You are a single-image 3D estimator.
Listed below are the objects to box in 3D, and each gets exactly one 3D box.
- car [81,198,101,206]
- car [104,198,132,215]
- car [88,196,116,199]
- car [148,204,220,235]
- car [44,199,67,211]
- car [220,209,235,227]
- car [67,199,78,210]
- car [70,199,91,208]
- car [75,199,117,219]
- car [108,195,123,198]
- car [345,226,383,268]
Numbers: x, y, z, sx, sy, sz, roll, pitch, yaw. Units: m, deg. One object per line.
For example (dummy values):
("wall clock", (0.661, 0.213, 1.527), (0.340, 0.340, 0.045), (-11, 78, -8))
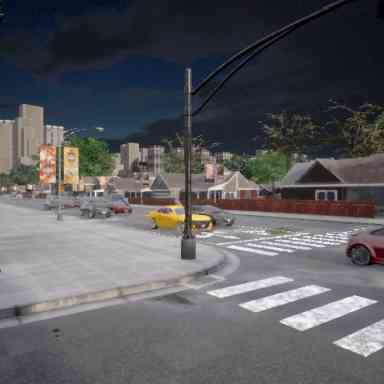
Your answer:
("car", (-19.093, 1.907, 62.626), (2.033, 1.411, 5.357), (0, 0, -35))
("car", (-8.128, 1.678, 35.837), (1.882, 1.535, 5.008), (0, -1, -35))
("car", (-13.357, 1.786, 49.128), (1.837, 1.490, 4.892), (0, 0, -35))
("car", (-0.833, 1.574, 19.968), (1.882, 1.535, 5.008), (0, -1, -35))
("car", (-19.048, 1.793, 45.692), (1.837, 1.490, 4.892), (0, -1, -35))
("car", (0.931, 1.610, 23.095), (1.837, 1.490, 4.892), (0, -1, -36))
("car", (-17.663, 1.862, 49.385), (1.994, 1.385, 4.181), (0, 0, -35))
("car", (-19.408, 1.887, 57.612), (2.033, 1.411, 5.357), (0, 0, -34))
("car", (-9.286, 1.691, 31.856), (1.837, 1.490, 4.892), (0, 0, -35))
("car", (-12.942, 1.523, 54.146), (2.150, 2.045, 5.566), (0, 0, -36))
("car", (6.652, 1.581, 9.443), (1.994, 1.385, 4.181), (0, 0, -35))
